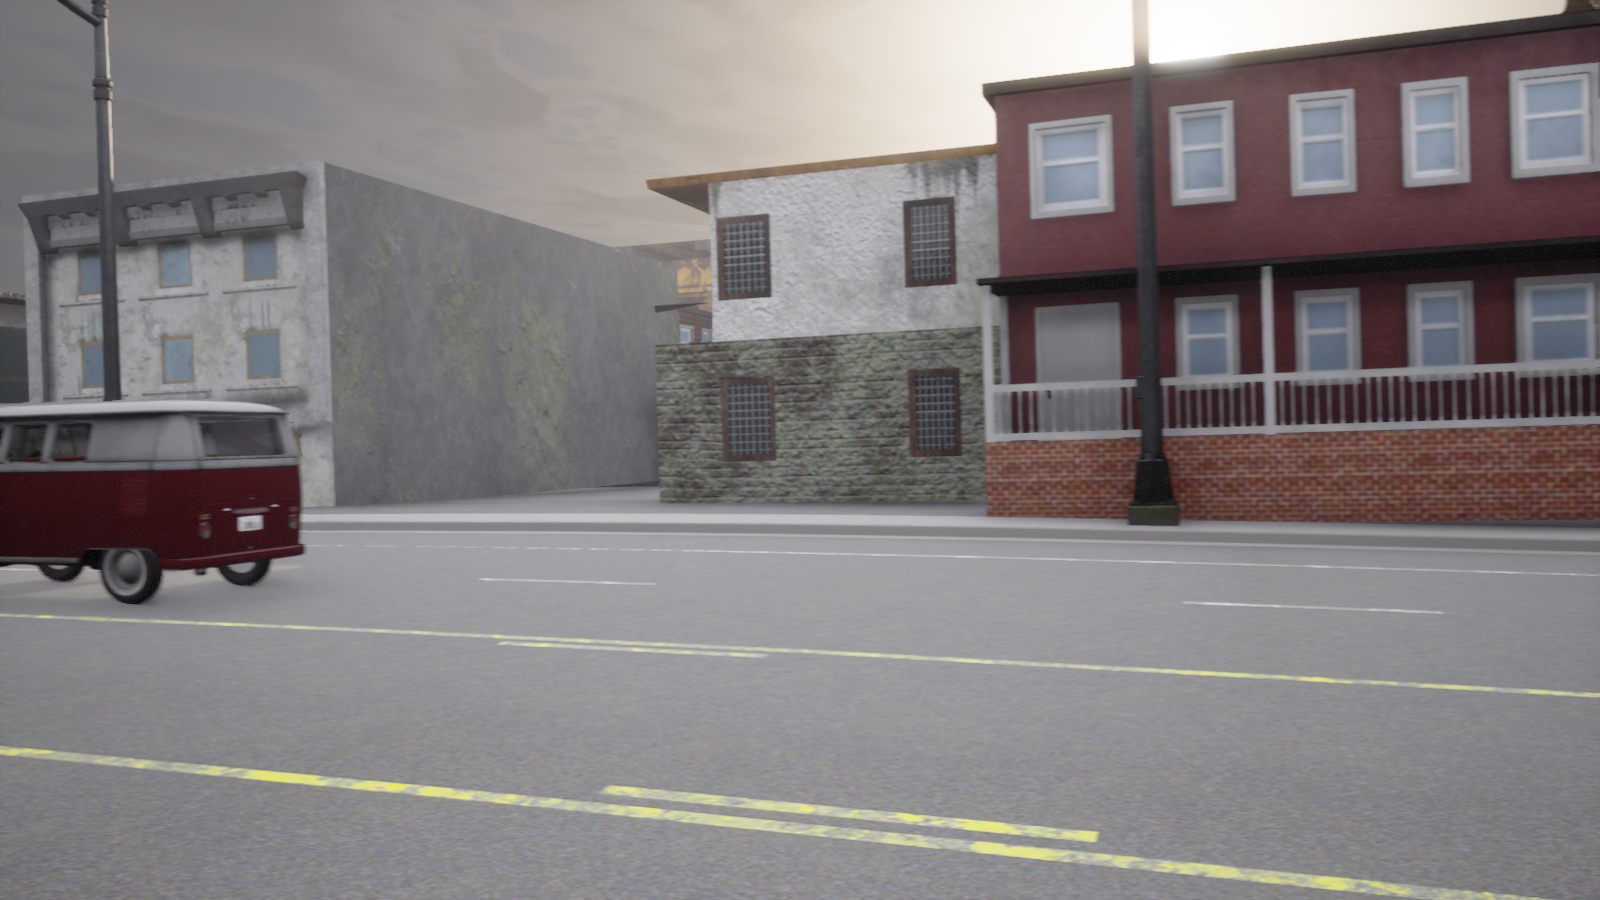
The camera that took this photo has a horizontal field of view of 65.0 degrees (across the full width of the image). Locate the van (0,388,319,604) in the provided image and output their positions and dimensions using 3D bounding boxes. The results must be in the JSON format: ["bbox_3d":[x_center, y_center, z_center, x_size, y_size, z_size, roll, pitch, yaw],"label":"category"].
[{"bbox_3d":[-7.470,0.434,13.089,4.442,1.987,1.775,-1,1,19],"label":"van"}]
